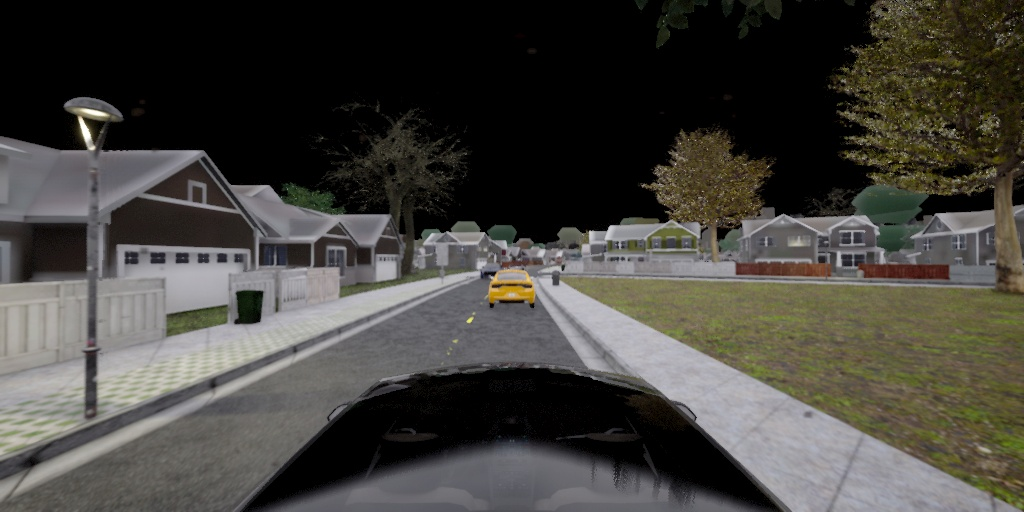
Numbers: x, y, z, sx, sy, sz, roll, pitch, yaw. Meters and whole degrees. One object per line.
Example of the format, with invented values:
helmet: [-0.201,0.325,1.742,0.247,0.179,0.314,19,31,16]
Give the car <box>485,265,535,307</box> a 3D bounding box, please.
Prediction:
car: [0.009,1.366,16.348,1.882,1.535,5.008,0,0,0]

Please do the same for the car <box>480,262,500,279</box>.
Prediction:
car: [-2.017,1.442,37.412,2.097,1.767,4.553,0,0,4]
